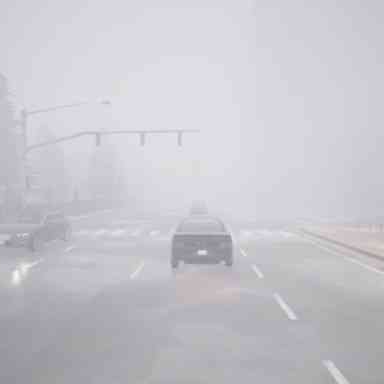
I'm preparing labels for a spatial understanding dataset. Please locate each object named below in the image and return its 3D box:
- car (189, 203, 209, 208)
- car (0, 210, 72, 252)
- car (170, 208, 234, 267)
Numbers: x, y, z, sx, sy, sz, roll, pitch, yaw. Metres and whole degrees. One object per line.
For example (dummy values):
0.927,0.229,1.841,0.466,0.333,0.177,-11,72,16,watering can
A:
0.685,1.757,32.661,2.033,1.411,5.357,0,0,1,car
-6.771,1.564,14.288,2.128,1.511,4.902,0,0,1,car
0.318,1.543,11.714,1.882,1.535,5.008,0,0,1,car
